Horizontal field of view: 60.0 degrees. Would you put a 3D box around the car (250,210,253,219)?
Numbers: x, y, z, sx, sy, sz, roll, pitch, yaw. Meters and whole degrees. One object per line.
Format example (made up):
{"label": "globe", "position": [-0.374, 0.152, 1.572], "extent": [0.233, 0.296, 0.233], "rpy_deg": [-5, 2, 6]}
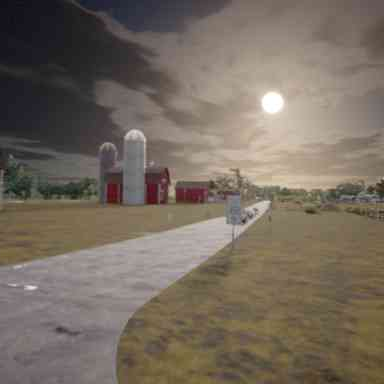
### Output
{"label": "car", "position": [8.952, 3.582, 54.644], "extent": [2.033, 1.411, 5.357], "rpy_deg": [1, -1, 14]}

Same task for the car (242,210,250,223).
{"label": "car", "position": [6.028, 3.264, 43.122], "extent": [1.994, 1.385, 4.181], "rpy_deg": [1, -1, 14]}

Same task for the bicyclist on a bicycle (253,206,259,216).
{"label": "bicyclist on a bicycle", "position": [12.182, 3.772, 64.659], "extent": [0.582, 1.620, 1.656], "rpy_deg": [1, -2, 14]}

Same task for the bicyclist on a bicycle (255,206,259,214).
{"label": "bicyclist on a bicycle", "position": [14.397, 3.948, 73.375], "extent": [0.866, 1.612, 1.509], "rpy_deg": [1, -1, 14]}
